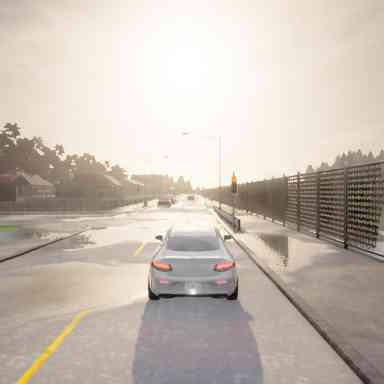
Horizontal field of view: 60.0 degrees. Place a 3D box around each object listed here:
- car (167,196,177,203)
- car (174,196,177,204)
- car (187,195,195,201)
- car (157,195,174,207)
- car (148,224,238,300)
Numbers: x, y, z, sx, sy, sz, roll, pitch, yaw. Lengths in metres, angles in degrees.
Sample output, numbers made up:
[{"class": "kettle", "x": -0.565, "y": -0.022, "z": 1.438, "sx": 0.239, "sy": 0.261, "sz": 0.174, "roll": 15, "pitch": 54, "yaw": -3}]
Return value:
[{"class": "car", "x": -4.225, "y": 1.524, "z": 71.625, "sx": 1.812, "sy": 1.442, "sz": 4.674, "roll": 0, "pitch": 0, "yaw": 0}, {"class": "car", "x": -4.257, "y": 1.352, "z": 61.712, "sx": 2.097, "sy": 1.767, "sz": 4.553, "roll": 0, "pitch": 0, "yaw": 0}, {"class": "car", "x": -0.275, "y": 1.478, "z": 86.366, "sx": 1.882, "sy": 1.535, "sz": 5.008, "roll": 0, "pitch": 0, "yaw": 0}, {"class": "car", "x": -4.256, "y": 1.478, "z": 51.782, "sx": 1.882, "sy": 1.535, "sz": 5.008, "roll": 0, "pitch": 0, "yaw": 0}, {"class": "car", "x": 0.029, "y": 1.526, "z": 8.243, "sx": 1.812, "sy": 1.442, "sz": 4.674, "roll": 0, "pitch": 0, "yaw": 0}]
